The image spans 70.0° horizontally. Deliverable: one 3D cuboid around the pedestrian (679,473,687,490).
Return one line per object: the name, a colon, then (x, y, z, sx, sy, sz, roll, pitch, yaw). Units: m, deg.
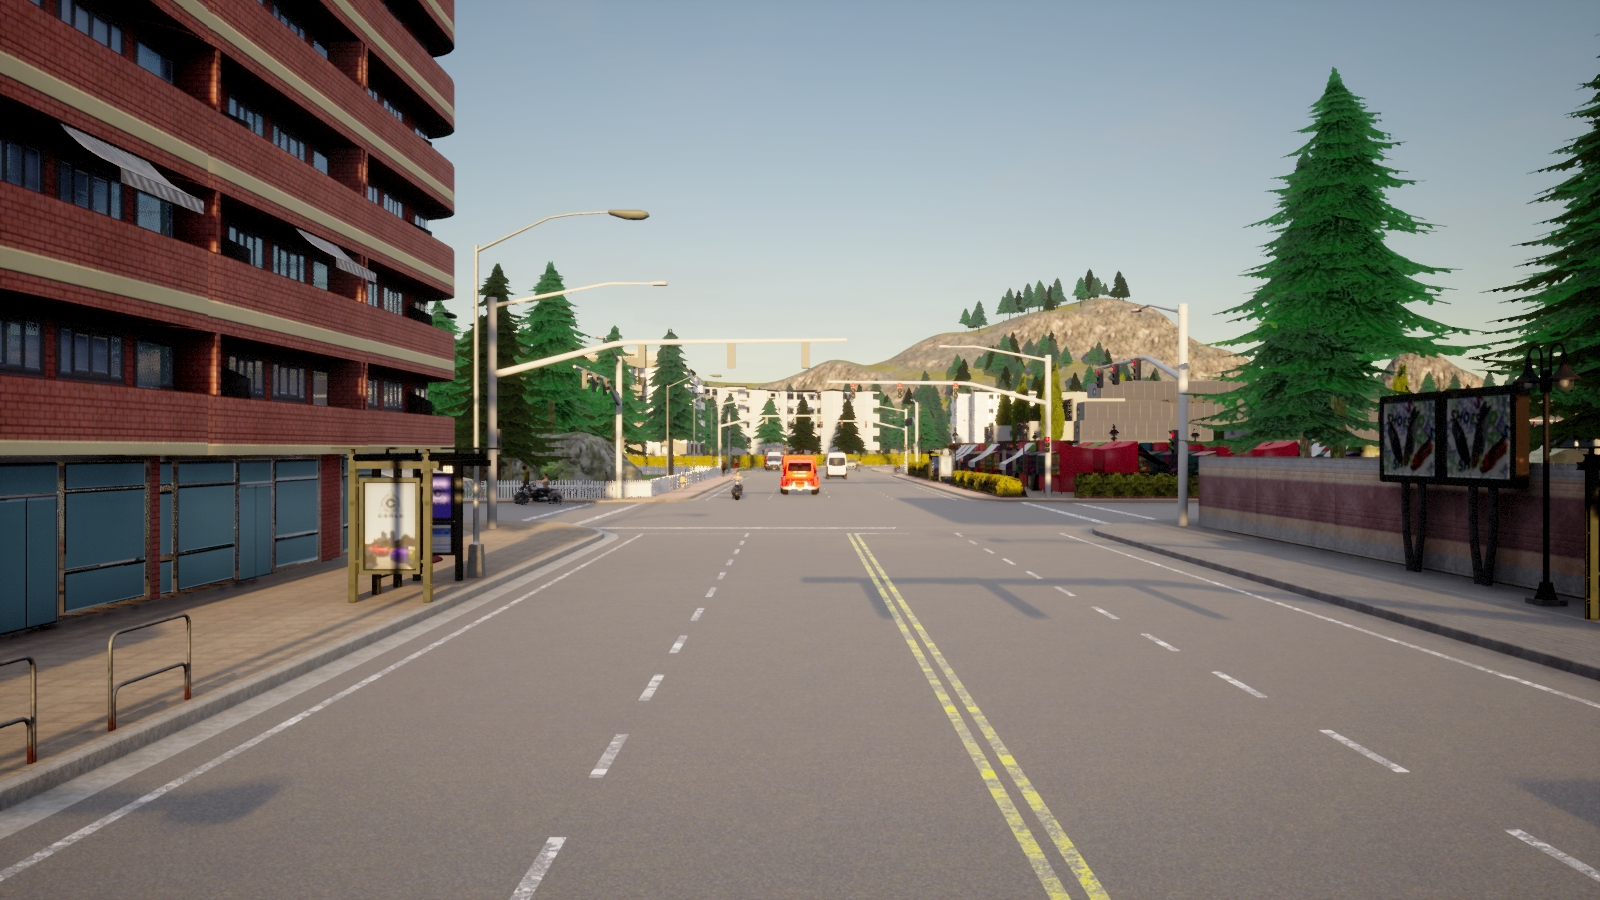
pedestrian: (-7.745, 2.080, 75.525, 0.500, 1.100, 0.500, 0, 0, 1)

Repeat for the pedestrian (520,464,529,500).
pedestrian: (-14.235, 1.644, 59.117, 0.375, 1.860, 0.375, 0, 0, 2)

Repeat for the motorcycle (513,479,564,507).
motorcycle: (-12.810, 2.102, 55.958, 2.356, 1.307, 0.764, 0, 0, -6)

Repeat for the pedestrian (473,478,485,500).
pedestrian: (-16.698, 2.024, 59.382, 0.500, 1.100, 0.500, 0, 0, -29)

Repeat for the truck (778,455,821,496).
truck: (-0.006, 1.572, 72.542, 2.627, 2.467, 5.204, 0, 0, 0)
